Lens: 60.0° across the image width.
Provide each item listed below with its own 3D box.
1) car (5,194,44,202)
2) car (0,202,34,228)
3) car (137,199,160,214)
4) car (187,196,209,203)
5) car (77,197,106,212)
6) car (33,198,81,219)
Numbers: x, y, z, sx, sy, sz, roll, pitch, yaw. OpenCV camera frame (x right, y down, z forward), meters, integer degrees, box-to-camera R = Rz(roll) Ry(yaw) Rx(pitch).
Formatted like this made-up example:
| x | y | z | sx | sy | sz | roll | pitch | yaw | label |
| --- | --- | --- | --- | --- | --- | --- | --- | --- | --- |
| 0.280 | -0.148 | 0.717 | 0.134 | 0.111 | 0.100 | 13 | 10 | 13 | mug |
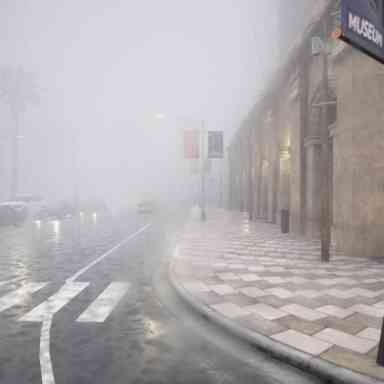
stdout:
| x | y | z | sx | sy | sz | roll | pitch | yaw | label |
| --- | --- | --- | --- | --- | --- | --- | --- | --- | --- |
| -15.189 | 1.221 | 29.983 | 2.150 | 2.045 | 5.566 | 0 | 0 | 1 | car |
| -11.857 | 1.547 | 19.743 | 2.033 | 1.411 | 5.357 | 0 | 0 | 1 | car |
| -4.480 | 1.505 | 34.972 | 1.882 | 1.535 | 5.008 | 0 | 0 | 1 | car |
| 1.339 | 1.503 | 66.368 | 4.902 | 1.511 | 2.128 | 0 | -2 | -38 | car |
| -11.469 | 1.525 | 39.057 | 1.812 | 1.442 | 4.674 | 0 | 0 | 1 | car |
| -11.700 | 1.526 | 29.170 | 1.812 | 1.442 | 4.674 | 0 | 0 | 1 | car |
